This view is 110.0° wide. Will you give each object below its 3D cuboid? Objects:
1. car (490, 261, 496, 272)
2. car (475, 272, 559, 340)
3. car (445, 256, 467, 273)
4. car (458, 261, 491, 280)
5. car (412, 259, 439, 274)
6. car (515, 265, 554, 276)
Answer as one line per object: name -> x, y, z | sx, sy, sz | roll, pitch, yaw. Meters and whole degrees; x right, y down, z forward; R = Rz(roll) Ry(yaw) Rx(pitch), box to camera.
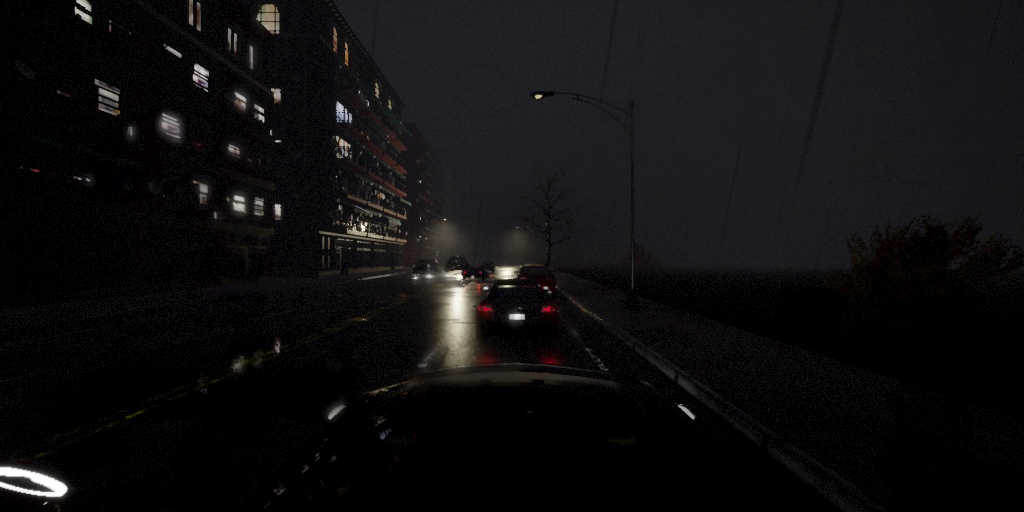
car -> -3.099, 1.277, 44.574 | 1.812, 1.442, 4.674 | 0, 0, 0
car -> 0.111, 1.315, 9.942 | 1.994, 1.385, 4.181 | 0, 0, 0
car -> -6.550, 0.972, 43.142 | 2.150, 2.045, 5.566 | 0, 0, 0
car -> -3.109, 1.352, 30.765 | 1.895, 1.301, 4.718 | 0, 0, 0
car -> -9.802, 1.103, 40.860 | 2.097, 1.767, 4.553 | 0, 0, 0
car -> 1.158, 1.230, 18.862 | 1.882, 1.535, 5.008 | 0, 0, 0
